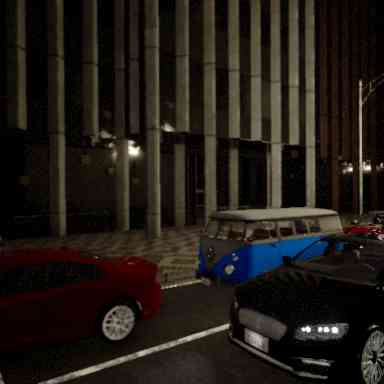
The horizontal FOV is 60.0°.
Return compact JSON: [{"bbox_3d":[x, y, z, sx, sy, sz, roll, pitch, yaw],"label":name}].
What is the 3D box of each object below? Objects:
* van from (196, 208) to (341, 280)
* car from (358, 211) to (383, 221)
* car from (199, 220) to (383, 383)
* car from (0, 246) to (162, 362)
[{"bbox_3d":[1.986,1.306,8.065,3.998,1.788,1.690,0,0,-35],"label":"van"},{"bbox_3d":[6.578,1.373,11.336,4.097,1.590,1.967,0,0,-35],"label":"car"},{"bbox_3d":[2.748,1.462,5.330,4.902,1.511,2.128,0,0,-35],"label":"car"},{"bbox_3d":[-2.603,1.542,4.794,4.507,1.381,1.887,0,0,-35],"label":"car"}]
